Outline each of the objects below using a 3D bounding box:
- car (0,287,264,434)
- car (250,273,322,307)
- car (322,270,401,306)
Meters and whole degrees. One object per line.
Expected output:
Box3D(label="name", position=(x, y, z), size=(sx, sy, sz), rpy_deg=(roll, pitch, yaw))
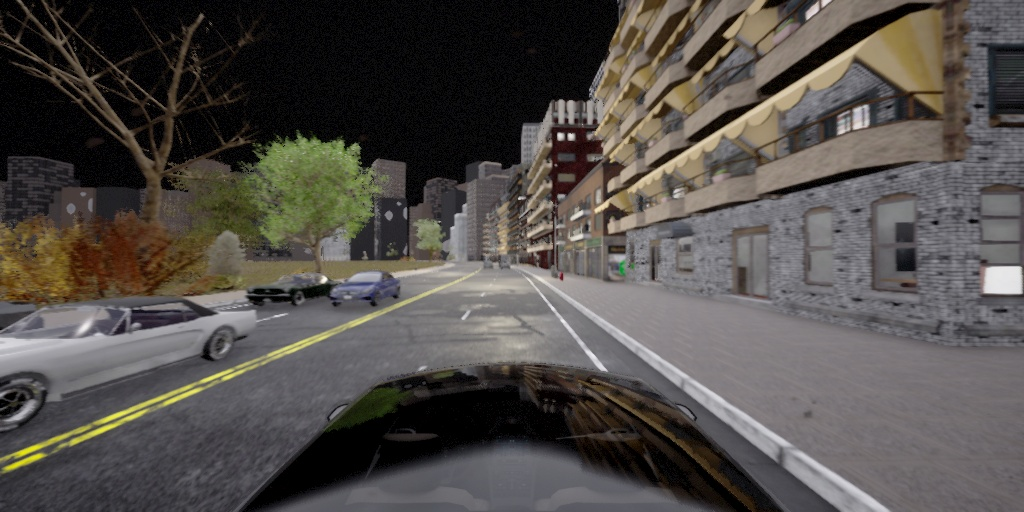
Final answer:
Box3D(label="car", position=(-6.584, 1.380, 5.661), size=(1.895, 1.301, 4.718), rpy_deg=(0, 0, 1))
Box3D(label="car", position=(-9.742, 1.468, 16.473), size=(1.895, 1.301, 4.718), rpy_deg=(0, 0, 0))
Box3D(label="car", position=(-6.491, 1.397, 16.503), size=(1.812, 1.442, 4.674), rpy_deg=(0, 0, 0))
